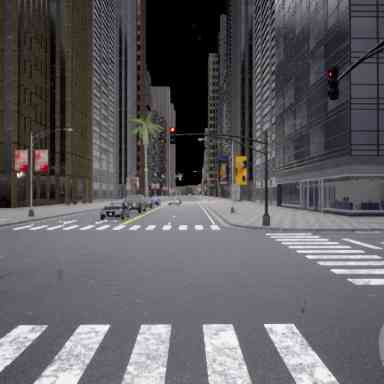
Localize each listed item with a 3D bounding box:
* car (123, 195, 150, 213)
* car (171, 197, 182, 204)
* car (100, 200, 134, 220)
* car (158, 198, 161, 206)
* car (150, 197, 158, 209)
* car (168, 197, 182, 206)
[{"bbox_3d":[-6.642,1.314,38.409,2.150,2.045,5.566,0,0,0],"label":"car"},{"bbox_3d":[-3.228,1.789,69.650,1.994,1.385,4.181,0,0,0],"label":"car"},{"bbox_3d":[-6.630,1.628,29.085,1.994,1.385,4.181,0,0,0],"label":"car"},{"bbox_3d":[-6.612,1.653,58.477,1.882,1.535,5.008,0,0,0],"label":"car"},{"bbox_3d":[-6.645,1.483,48.337,2.097,1.767,4.553,0,0,0],"label":"car"},{"bbox_3d":[-3.218,1.782,59.755,1.895,1.301,4.718,0,0,0],"label":"car"}]
